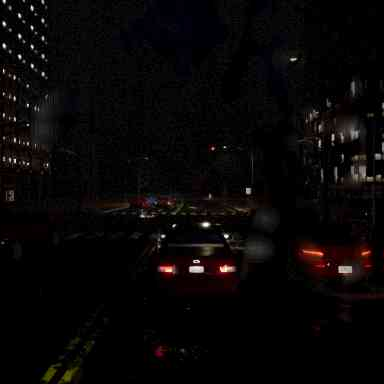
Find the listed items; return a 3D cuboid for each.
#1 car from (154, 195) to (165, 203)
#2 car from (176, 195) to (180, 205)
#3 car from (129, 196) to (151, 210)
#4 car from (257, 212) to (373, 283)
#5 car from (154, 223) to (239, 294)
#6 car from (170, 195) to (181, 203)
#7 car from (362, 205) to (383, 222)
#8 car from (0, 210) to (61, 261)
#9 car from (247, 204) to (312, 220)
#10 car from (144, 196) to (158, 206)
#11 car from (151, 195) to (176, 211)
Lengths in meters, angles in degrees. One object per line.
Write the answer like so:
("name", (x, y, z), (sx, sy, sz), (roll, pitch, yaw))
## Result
("car", (-6.724, 1.410, 69.183), (1.837, 1.490, 4.892), (0, 0, -1))
("car", (-3.455, 1.440, 53.939), (1.837, 1.490, 4.892), (0, 2, 0))
("car", (-6.687, 1.441, 42.319), (1.882, 1.535, 5.008), (0, 0, 0))
("car", (3.330, 1.522, 9.537), (1.812, 1.442, 4.674), (0, 0, 0))
("car", (0.081, 1.544, 8.951), (2.033, 1.411, 5.357), (0, 0, 0))
("car", (-3.478, 1.432, 69.423), (2.128, 1.511, 4.902), (0, 0, -1))
("car", (16.065, 1.617, 26.841), (4.181, 1.385, 1.994), (0, 0, 1))
("car", (-6.627, 1.472, 12.447), (1.882, 1.535, 5.008), (0, 0, 0))
("car", (6.671, 1.579, 23.982), (5.357, 1.411, 2.033), (0, 0, 10))
("car", (-6.707, 1.464, 54.722), (1.812, 1.442, 4.674), (0, 0, 0))
("car", (-3.430, 1.319, 40.700), (2.097, 1.767, 4.553), (0, 0, 0))
